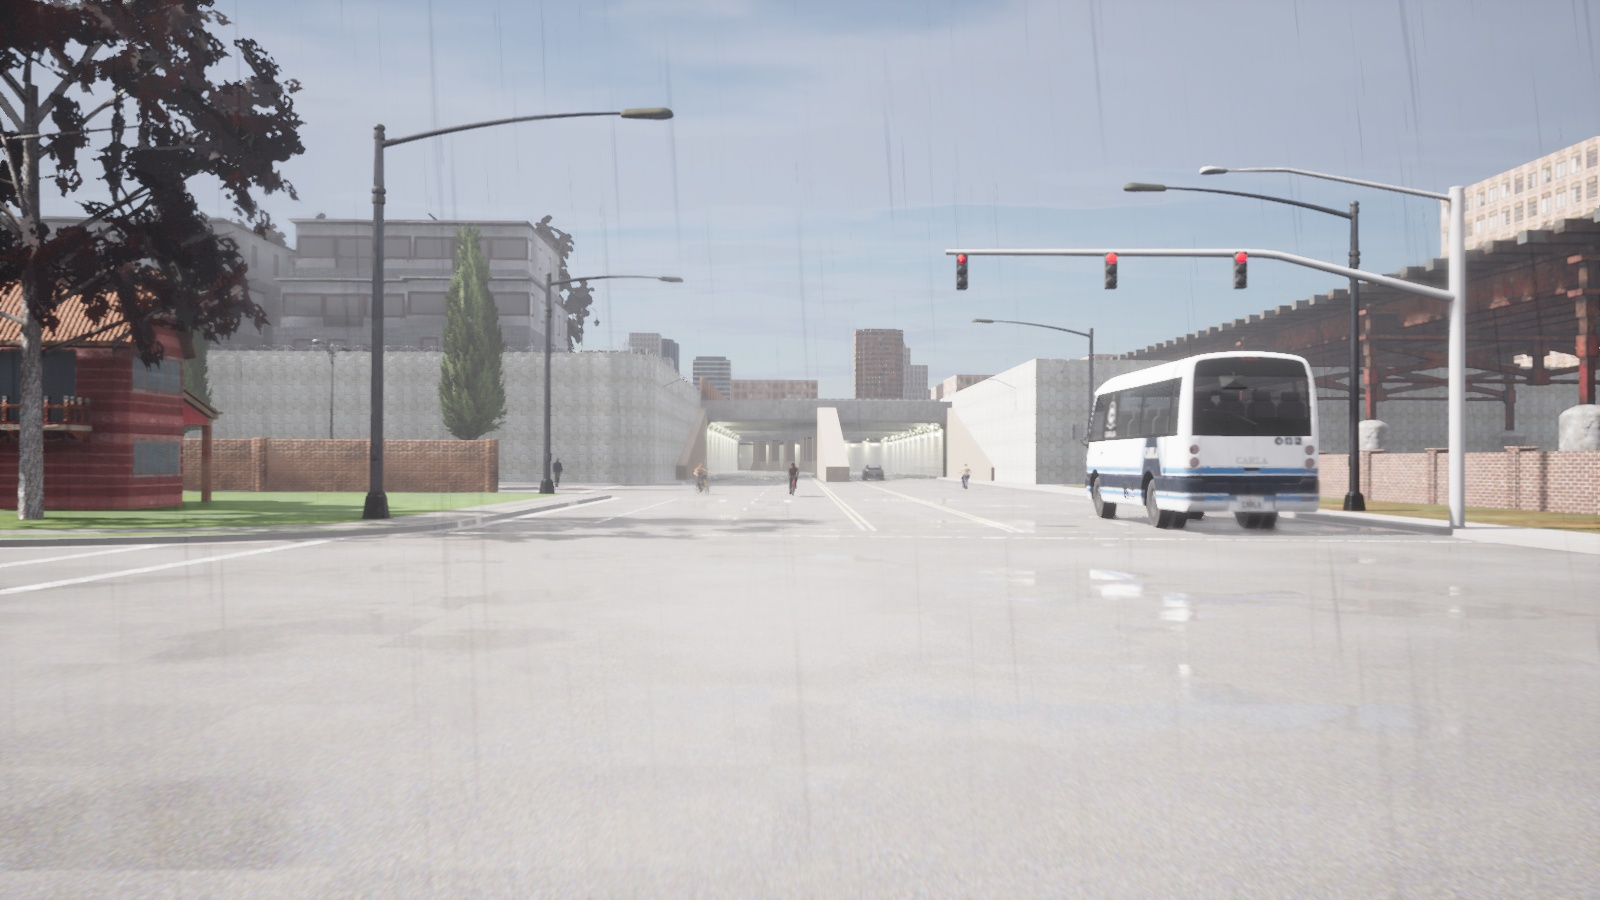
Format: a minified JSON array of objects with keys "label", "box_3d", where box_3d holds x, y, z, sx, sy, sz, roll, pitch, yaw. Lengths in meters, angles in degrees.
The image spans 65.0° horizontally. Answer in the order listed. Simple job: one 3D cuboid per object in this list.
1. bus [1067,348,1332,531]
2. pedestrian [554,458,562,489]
[{"label":"bus","box_3d":[10.407,-0.194,34.438,3.944,4.253,10.273,0,-1,0]},{"label":"pedestrian","box_3d":[-14.494,1.429,75.170,0.402,1.842,0.726,0,-1,-18]}]
